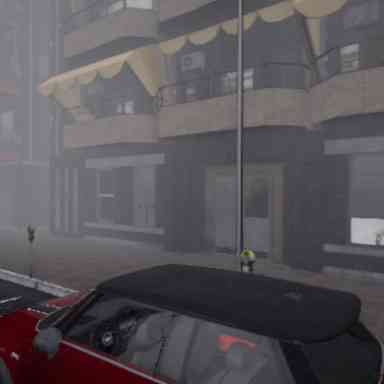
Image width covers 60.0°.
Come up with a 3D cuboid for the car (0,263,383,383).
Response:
[{"bbox_3d":[-0.322,1.432,3.103,4.097,1.590,1.967,0,0,35],"label":"car"}]
